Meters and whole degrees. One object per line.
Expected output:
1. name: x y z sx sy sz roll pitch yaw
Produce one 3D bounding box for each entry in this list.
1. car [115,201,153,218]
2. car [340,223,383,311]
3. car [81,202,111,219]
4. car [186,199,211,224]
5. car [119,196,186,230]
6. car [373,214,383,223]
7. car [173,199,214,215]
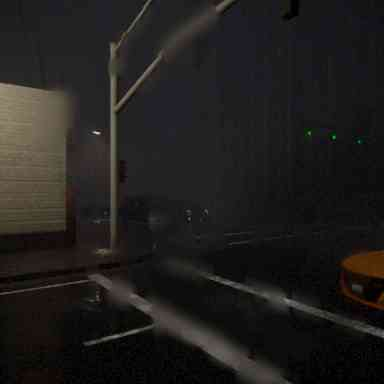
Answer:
1. car: -5.687 1.619 32.115 1.994 1.385 4.181 0 0 -35
2. car: 5.488 1.501 6.706 5.008 1.535 1.882 0 -1 -13
3. car: -8.502 1.619 30.041 1.994 1.385 4.181 0 0 -35
4. car: -0.671 1.407 25.084 2.097 1.767 4.553 0 0 -35
5. car: -3.040 1.277 22.372 2.150 2.045 5.566 0 0 -36
6. car: 12.841 1.512 18.565 1.882 1.535 5.008 0 0 -36
7. car: 0.074 1.533 36.413 1.882 1.535 5.008 0 0 -36
